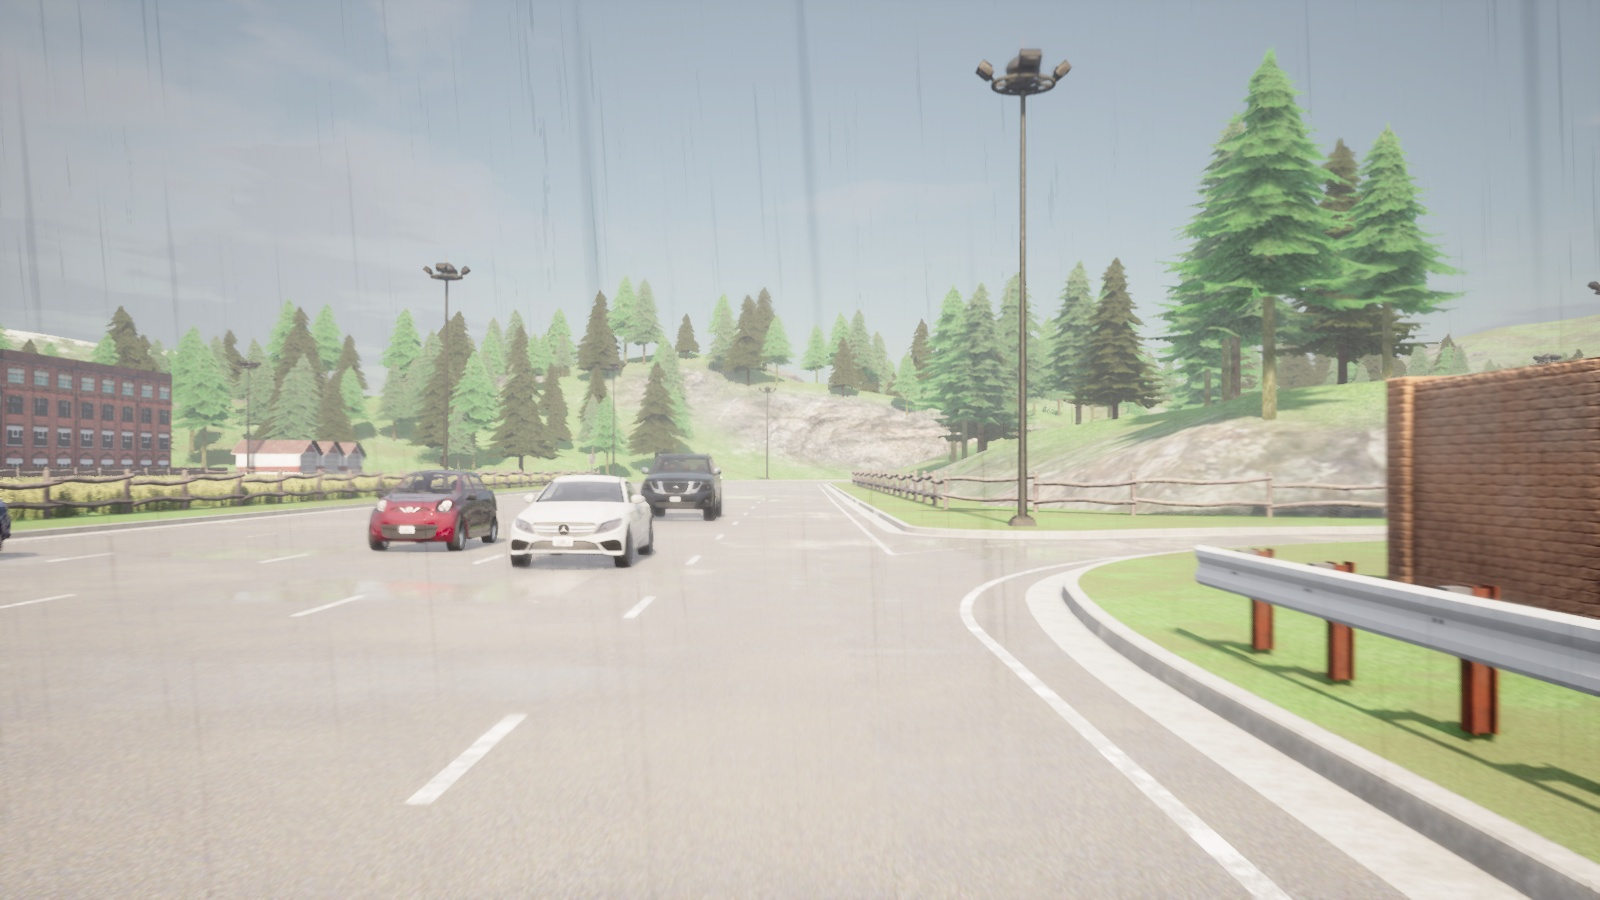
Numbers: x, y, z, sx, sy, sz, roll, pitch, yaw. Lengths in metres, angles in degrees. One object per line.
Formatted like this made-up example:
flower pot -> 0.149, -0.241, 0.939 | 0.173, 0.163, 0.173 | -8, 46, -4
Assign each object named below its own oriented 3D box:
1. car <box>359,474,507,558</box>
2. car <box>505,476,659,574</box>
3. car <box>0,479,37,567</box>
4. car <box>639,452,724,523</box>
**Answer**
car -> -7.059, 1.224, 24.517 | 1.845, 1.501, 3.633 | 0, -1, 0
car -> -3.551, 1.173, 21.281 | 1.812, 1.442, 4.674 | 0, -1, 0
car -> -14.046, 1.185, 19.279 | 1.812, 1.442, 4.674 | 0, -1, 0
car -> -3.595, 1.136, 39.160 | 2.150, 2.045, 5.566 | 0, -1, 0
